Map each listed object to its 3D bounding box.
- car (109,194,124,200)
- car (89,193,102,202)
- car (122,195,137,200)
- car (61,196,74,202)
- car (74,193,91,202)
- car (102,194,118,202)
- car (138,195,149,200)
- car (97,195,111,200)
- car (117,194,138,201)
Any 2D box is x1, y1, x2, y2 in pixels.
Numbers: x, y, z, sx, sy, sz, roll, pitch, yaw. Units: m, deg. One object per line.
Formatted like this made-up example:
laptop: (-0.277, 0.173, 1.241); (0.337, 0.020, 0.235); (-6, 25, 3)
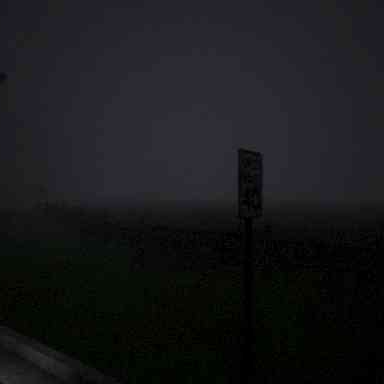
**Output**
car: (-19.442, 1.320, 86.048); (1.882, 1.535, 5.008); (0, 0, 10)
car: (-21.214, 1.554, 76.203); (1.994, 1.385, 4.181); (0, 0, 10)
car: (-15.998, 1.382, 85.428); (2.033, 1.411, 5.357); (0, 0, 10)
car: (-28.177, 1.542, 77.033); (2.033, 1.411, 5.357); (0, 0, 10)
car: (-24.642, 1.516, 76.916); (1.812, 1.442, 4.674); (0, 0, 10)
car: (-17.844, 1.490, 75.173); (1.837, 1.490, 4.892); (0, 0, 10)
car: (-12.553, 1.381, 84.808); (2.033, 1.411, 5.357); (0, 0, 10)
car: (-22.887, 1.395, 86.668); (1.994, 1.385, 4.181); (0, 0, 10)
car: (-14.399, 1.490, 74.553); (1.837, 1.490, 4.892); (0, 0, 10)
